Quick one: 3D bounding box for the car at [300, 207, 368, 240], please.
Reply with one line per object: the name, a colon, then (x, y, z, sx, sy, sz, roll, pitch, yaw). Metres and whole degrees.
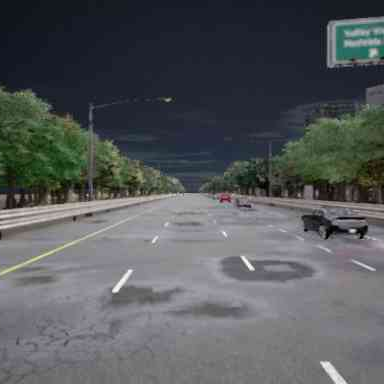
car: (7.002, 1.491, 16.931, 2.128, 1.511, 4.902, 0, 0, 0)

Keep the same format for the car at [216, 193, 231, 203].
car: (7.017, 1.234, 71.511, 2.150, 2.045, 5.566, 0, 0, 0)

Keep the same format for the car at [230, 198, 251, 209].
car: (7.008, 1.547, 46.500, 2.033, 1.411, 5.357, 0, 0, 0)
